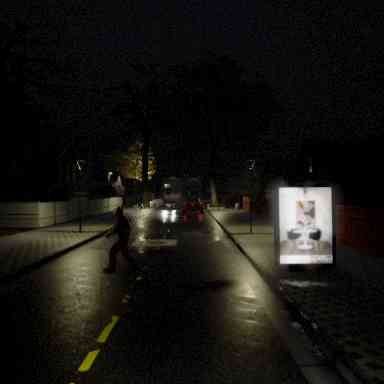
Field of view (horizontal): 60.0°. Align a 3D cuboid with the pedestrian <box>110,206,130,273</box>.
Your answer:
[{"bbox_3d":[-1.952,1.292,9.056,0.375,1.860,0.375,1,-1,-12],"label":"pedestrian"}]

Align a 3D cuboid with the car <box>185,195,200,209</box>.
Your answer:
[{"bbox_3d":[0.082,1.346,47.056,2.097,1.767,4.553,0,0,0],"label":"car"}]

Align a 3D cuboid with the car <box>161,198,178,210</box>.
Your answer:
[{"bbox_3d":[-2.849,1.486,43.110,2.128,1.511,4.902,0,0,0],"label":"car"}]

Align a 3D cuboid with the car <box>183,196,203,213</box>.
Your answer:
[{"bbox_3d":[0.091,1.350,36.867,2.097,1.767,4.553,0,0,0],"label":"car"}]

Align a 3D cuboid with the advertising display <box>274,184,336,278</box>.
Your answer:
[{"bbox_3d":[2.996,1.026,8.862,1.540,2.440,0.280,-1,-1,0],"label":"advertising display"}]
